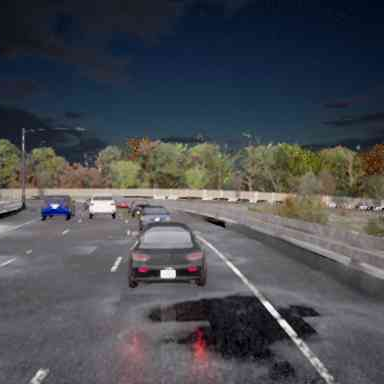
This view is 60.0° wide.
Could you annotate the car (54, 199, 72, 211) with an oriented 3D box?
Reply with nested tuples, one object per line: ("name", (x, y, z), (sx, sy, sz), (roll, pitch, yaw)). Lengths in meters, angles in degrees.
("car", (-16.573, 1.605, 42.600), (1.895, 1.301, 4.718), (0, 0, -24))

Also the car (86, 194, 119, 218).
("car", (-8.042, 1.215, 29.831), (2.150, 2.045, 5.566), (0, -1, -16))

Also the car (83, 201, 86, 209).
("car", (-13.062, 1.548, 43.365), (2.033, 1.411, 5.357), (0, 0, -23))

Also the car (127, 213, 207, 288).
("car", (-0.703, 1.524, 9.148), (1.812, 1.442, 4.674), (0, 0, -5))

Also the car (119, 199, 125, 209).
("car", (-9.480, 1.561, 43.838), (1.994, 1.385, 4.181), (0, 0, -23))

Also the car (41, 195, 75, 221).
("car", (-11.132, 1.227, 27.898), (2.150, 2.045, 5.566), (0, 0, -15))

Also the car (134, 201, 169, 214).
("car", (-2.359, 1.544, 20.672), (2.033, 1.411, 5.357), (0, 0, -11))

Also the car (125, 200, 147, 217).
("car", (-5.005, 1.503, 31.623), (1.837, 1.490, 4.892), (0, 1, -16))
